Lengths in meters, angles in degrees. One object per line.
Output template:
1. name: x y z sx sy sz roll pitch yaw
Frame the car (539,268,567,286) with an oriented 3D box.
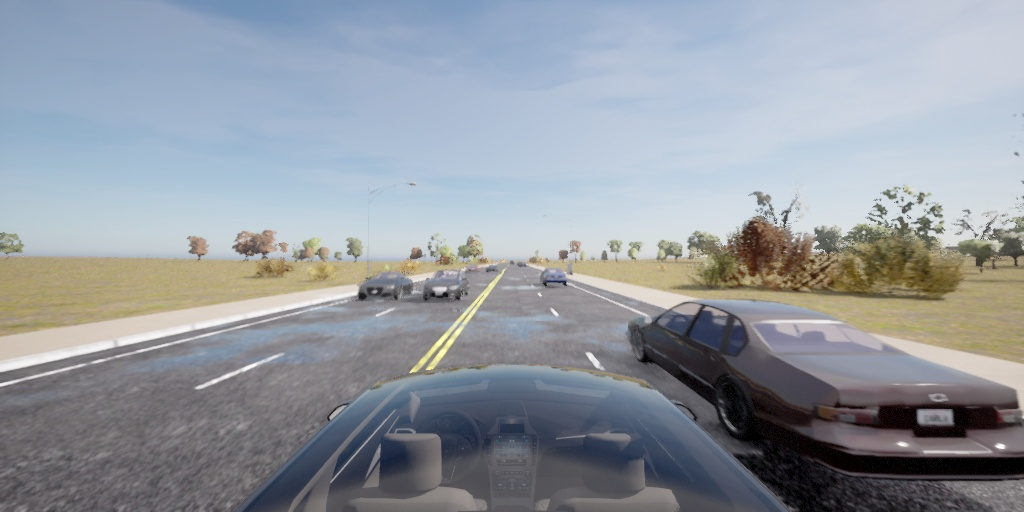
1. car: 3.354 1.674 29.545 2.033 1.411 5.357 0 -1 0

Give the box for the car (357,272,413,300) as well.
1. car: -6.598 1.551 19.209 1.994 1.385 4.181 0 -1 0

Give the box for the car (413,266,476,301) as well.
1. car: -3.347 1.474 18.923 2.128 1.511 4.902 0 -1 0

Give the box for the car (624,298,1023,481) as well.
1. car: 3.340 1.347 5.337 2.033 1.411 5.357 0 -1 0

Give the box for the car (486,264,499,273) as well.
1. car: -3.288 2.105 60.201 1.994 1.385 4.181 0 -1 1

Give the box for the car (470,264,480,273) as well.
1. car: -6.533 2.072 60.571 1.812 1.442 4.674 0 -1 1
